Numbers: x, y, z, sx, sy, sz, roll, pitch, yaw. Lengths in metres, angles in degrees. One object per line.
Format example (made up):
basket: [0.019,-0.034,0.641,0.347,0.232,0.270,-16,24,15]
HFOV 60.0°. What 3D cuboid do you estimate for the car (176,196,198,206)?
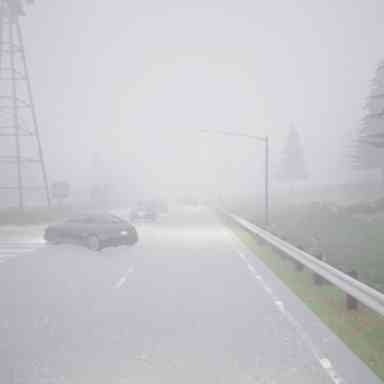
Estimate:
car: [-0.813,1.376,53.306,2.128,1.511,4.902,0,0,-29]

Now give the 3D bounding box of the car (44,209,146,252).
car: [-4.256,1.533,13.824,4.181,1.385,1.994,0,0,35]

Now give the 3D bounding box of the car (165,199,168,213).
car: [-3.586,1.427,35.838,1.837,1.490,4.892,0,0,0]

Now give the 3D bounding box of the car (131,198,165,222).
car: [-3.611,1.435,26.084,2.128,1.511,4.902,0,0,0]
